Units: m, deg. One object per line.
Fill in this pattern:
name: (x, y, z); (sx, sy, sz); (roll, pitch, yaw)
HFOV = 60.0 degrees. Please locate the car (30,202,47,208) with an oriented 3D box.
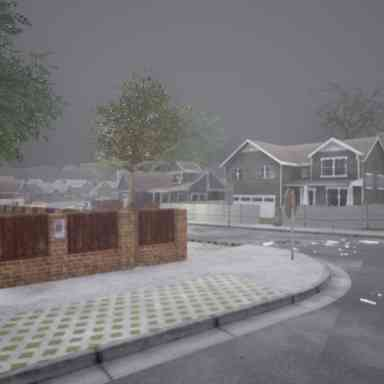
car: (-21.305, 2.066, 46.040); (1.882, 1.535, 5.008); (1, -1, -29)

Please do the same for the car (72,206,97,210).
car: (-9.201, 1.877, 28.267); (1.994, 1.385, 4.181); (1, -1, -40)
